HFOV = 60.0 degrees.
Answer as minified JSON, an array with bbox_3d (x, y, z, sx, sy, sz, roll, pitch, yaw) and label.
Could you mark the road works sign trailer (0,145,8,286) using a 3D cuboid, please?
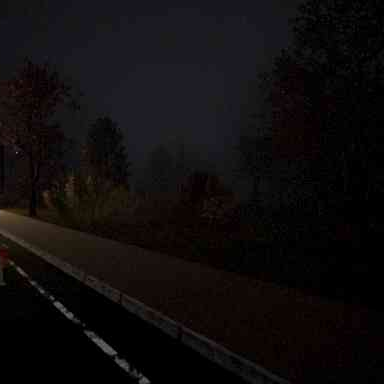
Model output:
[{"bbox_3d":[-6.187,0.452,8.470,2.380,3.560,2.880,0,0,-38],"label":"road works sign trailer"}]
